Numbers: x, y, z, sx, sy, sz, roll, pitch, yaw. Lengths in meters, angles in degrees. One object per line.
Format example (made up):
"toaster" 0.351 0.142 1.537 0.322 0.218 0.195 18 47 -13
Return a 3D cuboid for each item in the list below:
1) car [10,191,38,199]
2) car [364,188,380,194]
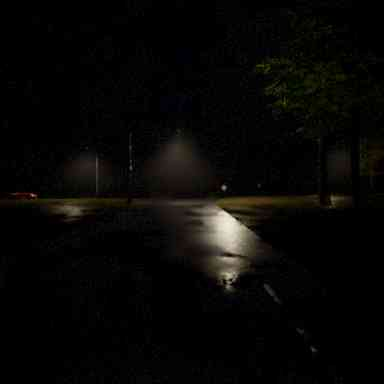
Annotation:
"car" -31.870 0.536 63.279 4.553 1.767 2.097 -1 -2 1
"car" 37.248 -0.088 70.731 4.902 1.511 2.128 -1 -2 -1
